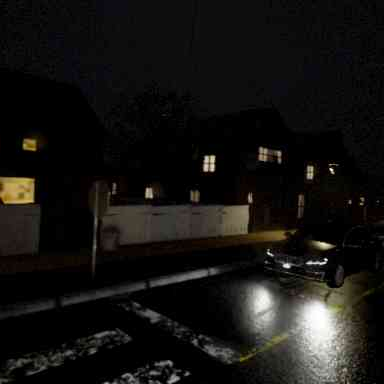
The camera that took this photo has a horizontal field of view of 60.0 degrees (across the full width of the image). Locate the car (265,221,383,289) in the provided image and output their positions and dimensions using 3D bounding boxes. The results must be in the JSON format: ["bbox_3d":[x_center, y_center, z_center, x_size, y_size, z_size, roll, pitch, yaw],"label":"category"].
[{"bbox_3d":[4.067,1.642,9.826,4.892,1.490,1.837,3,1,-44],"label":"car"}]
